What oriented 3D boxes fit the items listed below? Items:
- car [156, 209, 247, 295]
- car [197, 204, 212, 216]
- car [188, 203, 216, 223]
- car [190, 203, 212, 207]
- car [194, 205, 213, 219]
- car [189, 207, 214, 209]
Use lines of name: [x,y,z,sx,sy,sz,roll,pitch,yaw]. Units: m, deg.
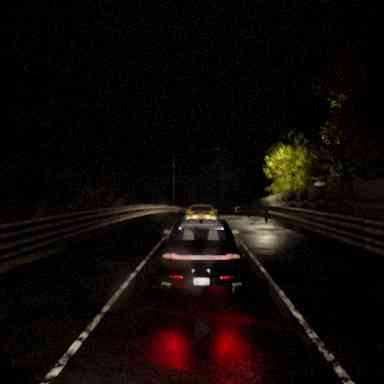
car: [0.235,1.418,8.518,2.128,1.511,4.902,0,0,1]
car: [1.824,2.582,46.461,1.882,1.535,5.008,0,-4,5]
car: [0.816,1.691,27.636,2.128,1.511,4.902,0,-2,2]
car: [0.584,1.499,20.651,1.882,1.535,5.008,0,-1,2]
car: [1.205,2.089,35.089,1.895,1.301,4.718,0,-3,2]
car: [0.400,1.540,14.592,1.895,1.301,4.718,0,0,2]
